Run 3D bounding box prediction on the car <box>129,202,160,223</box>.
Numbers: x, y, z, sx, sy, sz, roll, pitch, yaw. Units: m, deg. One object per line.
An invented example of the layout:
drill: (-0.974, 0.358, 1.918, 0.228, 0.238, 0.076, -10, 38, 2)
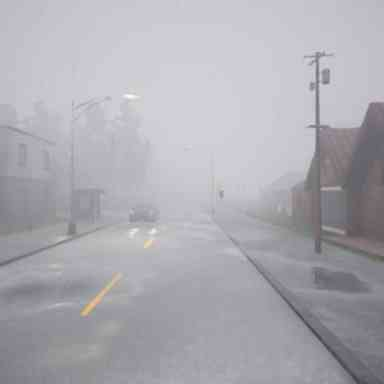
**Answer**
car: (-4.016, 1.672, 28.617, 2.097, 1.767, 4.553, 0, -1, 0)
